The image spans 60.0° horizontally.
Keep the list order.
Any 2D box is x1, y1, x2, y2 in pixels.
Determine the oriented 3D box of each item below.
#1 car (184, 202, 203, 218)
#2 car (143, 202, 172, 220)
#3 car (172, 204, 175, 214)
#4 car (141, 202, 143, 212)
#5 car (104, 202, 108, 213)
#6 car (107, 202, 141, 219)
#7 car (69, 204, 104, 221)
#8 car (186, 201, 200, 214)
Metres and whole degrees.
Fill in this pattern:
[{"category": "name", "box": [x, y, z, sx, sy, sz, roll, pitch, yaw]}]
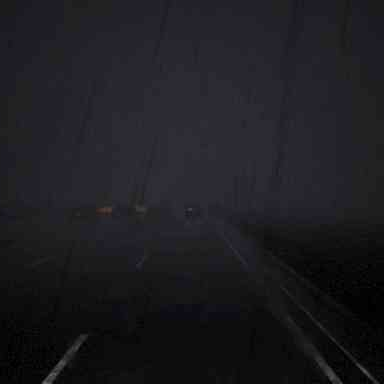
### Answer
[{"category": "car", "box": [0.164, 1.972, 35.892, 2.128, 1.511, 4.902, 0, -1, 0]}, {"category": "car", "box": [-3.340, 1.920, 33.104, 1.882, 1.535, 5.008, 0, -1, 0]}, {"category": "car", "box": [-3.323, 2.078, 43.851, 2.128, 1.511, 4.902, 0, -1, 0]}, {"category": "car", "box": [-6.820, 2.073, 44.655, 1.882, 1.535, 5.008, 0, -1, 0]}, {"category": "car", "box": [-10.326, 2.046, 42.698, 1.882, 1.535, 5.008, 0, -1, 0]}, {"category": "car", "box": [-6.838, 1.929, 33.897, 1.882, 1.535, 5.008, 0, -1, 0]}, {"category": "car", "box": [-10.341, 1.992, 32.192, 1.994, 1.385, 4.181, 0, -1, 0]}, {"category": "car", "box": [0.182, 2.099, 46.429, 1.882, 1.535, 5.008, 0, -1, 0]}]
